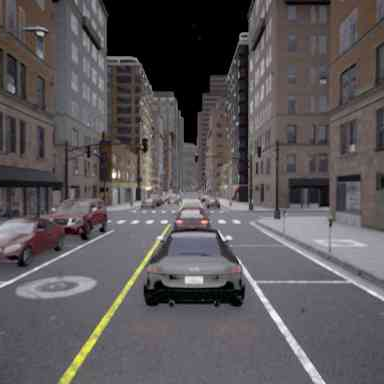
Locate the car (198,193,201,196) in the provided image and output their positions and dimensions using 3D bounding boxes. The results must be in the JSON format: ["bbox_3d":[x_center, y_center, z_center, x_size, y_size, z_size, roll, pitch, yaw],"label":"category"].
[{"bbox_3d":[2.790,1.362,71.689,1.967,1.590,4.097,-1,0,0],"label":"car"}]

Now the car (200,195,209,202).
[{"bbox_3d":[2.787,1.467,77.254,1.887,1.381,4.507,-1,0,0],"label":"car"}]

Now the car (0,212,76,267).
[{"bbox_3d":[-5.685,1.559,11.256,1.802,1.307,4.206,-1,0,0],"label":"car"}]

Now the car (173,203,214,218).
[{"bbox_3d":[0.006,1.493,17.121,1.812,1.442,4.674,0,0,0],"label":"car"}]

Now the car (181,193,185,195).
[{"bbox_3d":[-3.056,1.447,70.137,2.128,1.511,4.902,0,0,0],"label":"car"}]

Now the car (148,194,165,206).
[{"bbox_3d":[-5.719,1.244,49.403,2.192,1.841,5.009,-1,0,0],"label":"car"}]

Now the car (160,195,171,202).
[{"bbox_3d":[-5.734,1.473,71.662,2.008,1.369,4.403,-1,0,0],"label":"car"}]

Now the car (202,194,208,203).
[{"bbox_3d":[2.808,1.455,49.606,1.752,1.417,4.829,-1,0,0],"label":"car"}]

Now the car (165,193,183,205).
[{"bbox_3d":[-3.125,1.418,54.820,2.128,1.511,4.902,0,0,0],"label":"car"}]

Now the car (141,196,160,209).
[{"bbox_3d":[-5.711,1.516,43.839,1.802,1.307,4.206,-1,0,0],"label":"car"}]

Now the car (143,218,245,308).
[{"bbox_3d":[0.060,1.547,7.984,1.994,1.385,4.181,0,0,1],"label":"car"}]

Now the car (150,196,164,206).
[{"bbox_3d":[-5.721,1.471,54.968,1.887,1.381,4.507,-1,0,0],"label":"car"}]

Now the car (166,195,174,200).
[{"bbox_3d":[-5.748,1.470,88.358,1.887,1.381,4.507,-1,0,0],"label":"car"}]

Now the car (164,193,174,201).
[{"bbox_3d":[-5.746,1.239,82.793,2.192,1.841,5.009,-1,0,0],"label":"car"}]

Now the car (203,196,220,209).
[{"bbox_3d":[2.814,1.515,43.873,1.802,1.307,4.206,-1,0,0],"label":"car"}]

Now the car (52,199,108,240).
[{"bbox_3d":[-5.692,1.282,16.838,2.192,1.841,5.009,-1,0,0],"label":"car"}]

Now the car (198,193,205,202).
[{"bbox_3d":[2.796,1.467,66.126,1.887,1.381,4.507,-1,0,0],"label":"car"}]

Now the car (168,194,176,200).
[{"bbox_3d":[-5.753,1.365,93.923,1.967,1.590,4.097,-1,0,0],"label":"car"}]

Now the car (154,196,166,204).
[{"bbox_3d":[-5.725,1.449,60.363,1.752,1.417,4.829,-1,0,0],"label":"car"}]
